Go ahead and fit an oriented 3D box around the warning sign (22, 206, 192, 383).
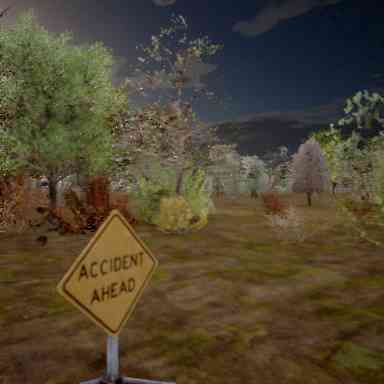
[{"bbox_3d":[-0.809,1.107,3.390,1.060,1.860,1.300,0,0,35],"label":"warning sign"}]
